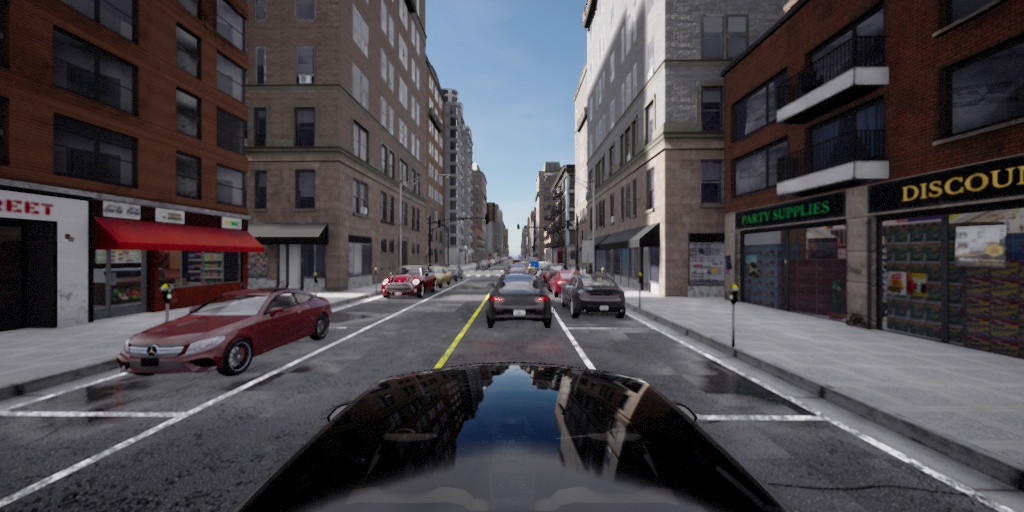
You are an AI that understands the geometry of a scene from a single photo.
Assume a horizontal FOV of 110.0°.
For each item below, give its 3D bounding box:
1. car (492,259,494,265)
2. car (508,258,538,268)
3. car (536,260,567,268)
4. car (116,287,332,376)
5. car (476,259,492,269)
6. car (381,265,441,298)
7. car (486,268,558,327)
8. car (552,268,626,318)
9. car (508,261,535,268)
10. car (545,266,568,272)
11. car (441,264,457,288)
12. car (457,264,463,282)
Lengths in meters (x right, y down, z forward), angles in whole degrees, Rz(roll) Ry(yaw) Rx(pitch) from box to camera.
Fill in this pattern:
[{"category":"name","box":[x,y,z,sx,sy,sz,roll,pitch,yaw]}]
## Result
[{"category":"car","box":[-4.631,1.362,62.230,1.888,1.381,4.507,0,0,1]},{"category":"car","box":[1.320,1.246,36.262,1.801,1.575,5.366,1,0,14]},{"category":"car","box":[2.905,1.215,23.858,1.967,1.591,4.097,0,0,1]},{"category":"car","box":[-5.332,1.338,7.398,1.802,1.307,4.207,0,0,1]},{"category":"car","box":[-4.703,1.361,56.549,2.007,1.370,4.403,0,0,1]},{"category":"car","box":[-5.191,1.209,18.434,1.967,1.591,4.097,0,0,1]},{"category":"car","box":[0.214,1.287,11.469,1.812,1.442,4.674,0,0,1]},{"category":"car","box":[2.763,1.313,12.820,2.007,1.370,4.403,0,0,1]},{"category":"car","box":[0.376,1.301,24.180,1.812,1.442,4.674,0,0,1]},{"category":"car","box":[2.834,1.351,18.339,1.802,1.307,4.207,0,0,1]},{"category":"car","box":[-5.122,1.300,23.781,1.751,1.417,4.829,0,0,1]},{"category":"car","box":[-5.049,1.332,29.470,2.007,1.370,4.403,0,0,1]}]
